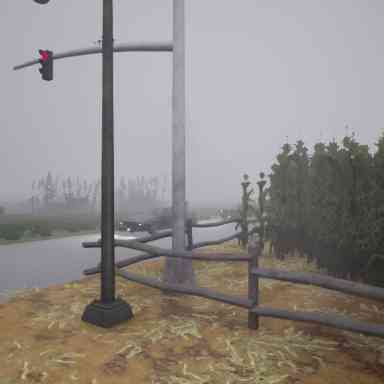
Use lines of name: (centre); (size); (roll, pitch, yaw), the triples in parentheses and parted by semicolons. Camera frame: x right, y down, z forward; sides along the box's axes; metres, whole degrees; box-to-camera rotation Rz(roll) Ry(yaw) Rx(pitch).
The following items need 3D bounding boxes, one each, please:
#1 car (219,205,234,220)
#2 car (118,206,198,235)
car: (4.191, 1.604, 27.758); (1.895, 1.301, 4.718); (0, 0, 36)
car: (-1.744, 1.551, 19.352); (2.033, 1.411, 5.357); (0, 0, 35)
